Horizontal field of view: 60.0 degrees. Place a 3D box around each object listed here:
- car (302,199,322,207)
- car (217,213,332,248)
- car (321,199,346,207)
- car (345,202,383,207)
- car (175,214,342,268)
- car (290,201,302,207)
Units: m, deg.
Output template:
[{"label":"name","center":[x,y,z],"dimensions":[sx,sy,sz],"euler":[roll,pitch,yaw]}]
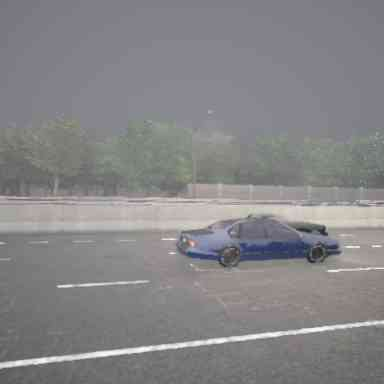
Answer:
[{"label":"car","center":[14.959,1.759,36.568],"dimensions":[4.674,1.442,1.812],"euler":[1,0,-16]},{"label":"car","center":[3.677,1.643,15.040],"dimensions":[4.718,1.301,1.895],"euler":[1,0,-16]},{"label":"car","center":[15.934,1.743,33.208],"dimensions":[4.902,1.511,2.128],"euler":[1,0,-16]},{"label":"car","center":[16.942,1.818,29.862],"dimensions":[5.357,1.411,2.033],"euler":[1,0,-16]},{"label":"car","center":[2.166,1.564,10.963],"dimensions":[5.357,1.411,2.033],"euler":[1,0,-16]},{"label":"car","center":[14.110,1.570,39.959],"dimensions":[4.553,1.767,2.097],"euler":[1,0,-16]}]
